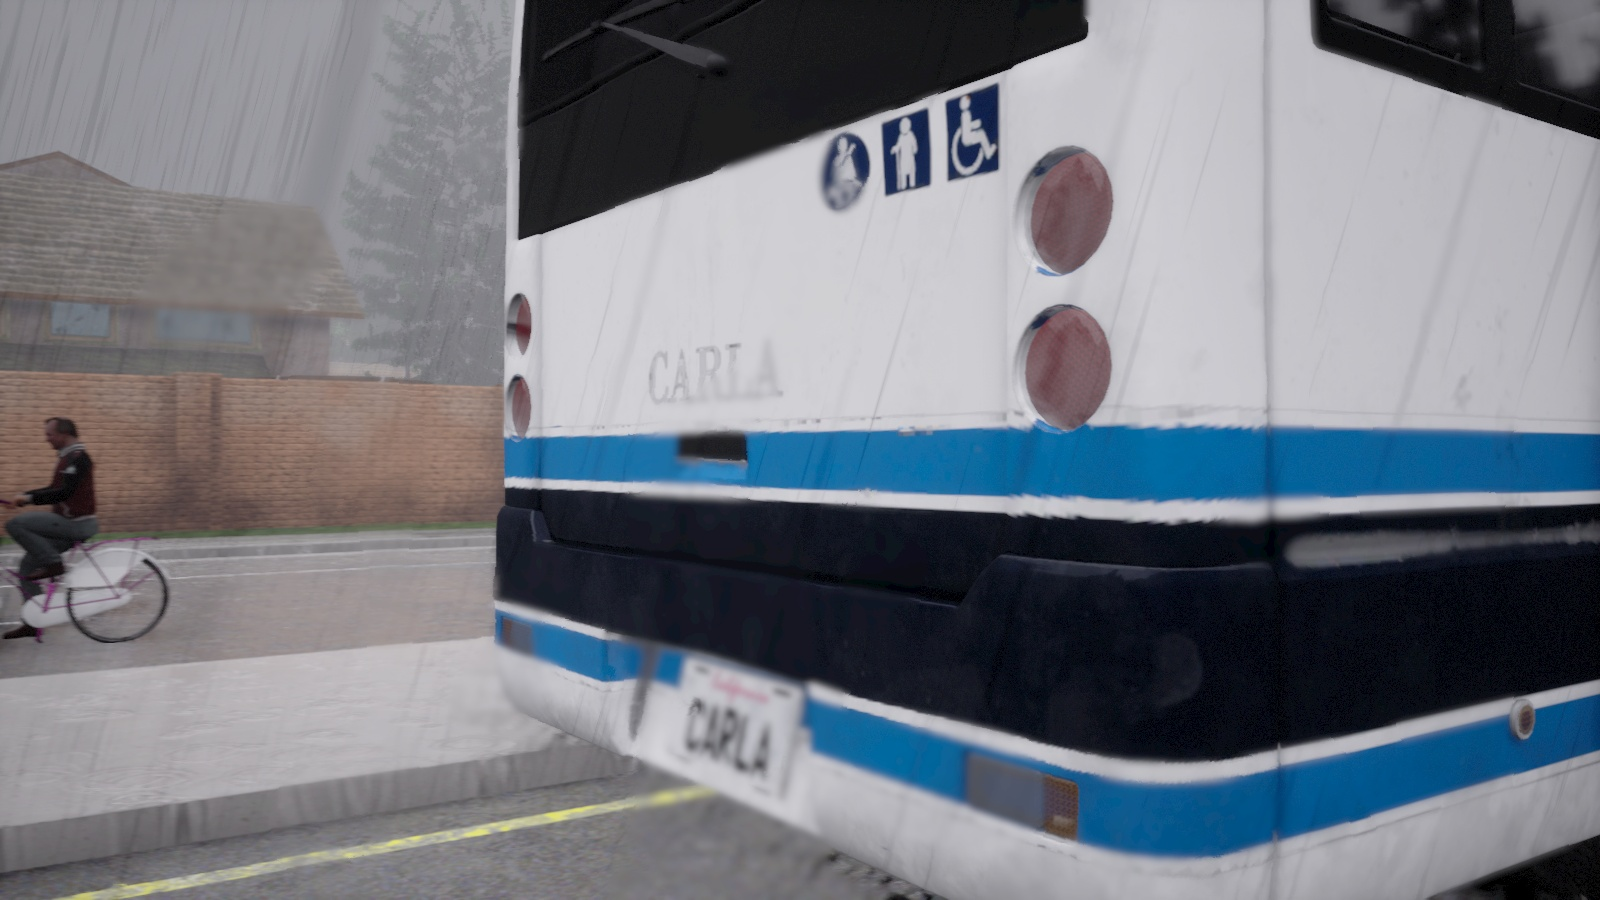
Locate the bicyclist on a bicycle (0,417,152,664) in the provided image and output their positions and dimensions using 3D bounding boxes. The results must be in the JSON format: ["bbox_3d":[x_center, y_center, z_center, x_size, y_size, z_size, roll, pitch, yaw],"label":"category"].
[{"bbox_3d":[-5.884,0.651,9.311,1.843,1.776,0.659,0,0,-35],"label":"bicyclist on a bicycle"}]

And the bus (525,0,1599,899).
[{"bbox_3d":[4.190,-0.624,6.581,10.273,4.253,3.944,0,0,-35],"label":"bus"}]
